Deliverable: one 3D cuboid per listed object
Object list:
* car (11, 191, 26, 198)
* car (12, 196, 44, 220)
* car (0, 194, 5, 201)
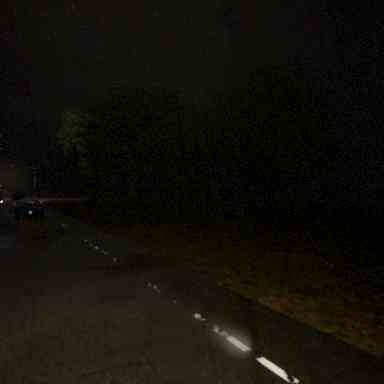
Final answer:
[{"bbox_3d":[-31.105,0.892,59.775,2.150,2.045,5.566,1,0,-29],"label":"car"},{"bbox_3d":[-12.804,1.300,26.121,1.882,1.535,5.008,1,0,-29],"label":"car"},{"bbox_3d":[-40.874,1.085,70.406,1.882,1.535,5.008,1,0,-29],"label":"car"}]
